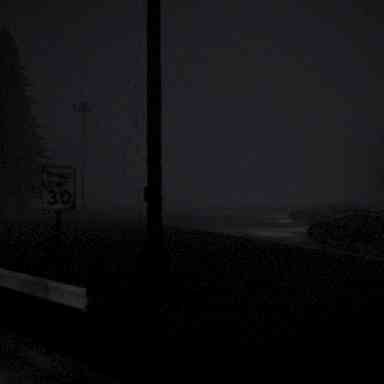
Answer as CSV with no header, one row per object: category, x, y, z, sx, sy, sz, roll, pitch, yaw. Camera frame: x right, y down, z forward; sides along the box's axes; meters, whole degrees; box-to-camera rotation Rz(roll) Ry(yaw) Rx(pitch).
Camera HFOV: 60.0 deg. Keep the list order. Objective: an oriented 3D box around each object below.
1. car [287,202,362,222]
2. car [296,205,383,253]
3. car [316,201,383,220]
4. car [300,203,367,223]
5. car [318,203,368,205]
car,9.287,1.558,23.316,2.033,1.411,5.357,0,0,-32
car,7.056,1.490,13.672,2.128,1.511,4.902,0,0,-32
car,13.851,1.553,29.235,2.033,1.411,5.357,0,0,-31
car,11.242,1.611,26.803,1.895,1.301,4.718,0,0,-32
car,8.733,1.527,17.598,1.812,1.442,4.674,0,0,-32
